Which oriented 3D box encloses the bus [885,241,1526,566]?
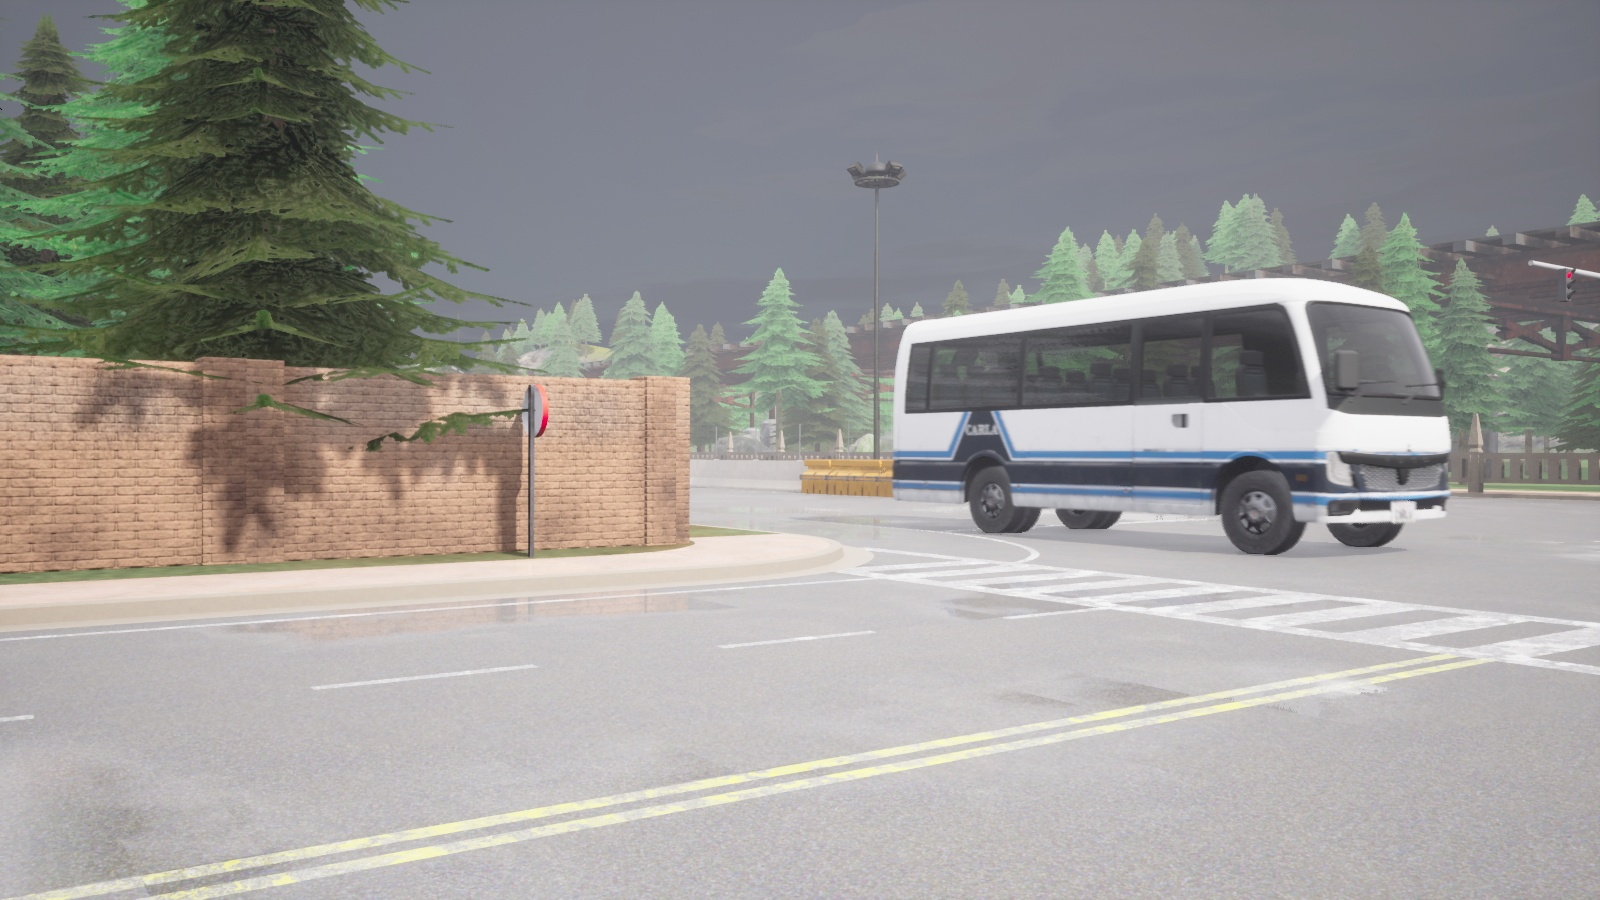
[{"bbox_3d":[6.232,-0.592,21.751,3.944,4.253,10.273,0,0,-35],"label":"bus"}]
